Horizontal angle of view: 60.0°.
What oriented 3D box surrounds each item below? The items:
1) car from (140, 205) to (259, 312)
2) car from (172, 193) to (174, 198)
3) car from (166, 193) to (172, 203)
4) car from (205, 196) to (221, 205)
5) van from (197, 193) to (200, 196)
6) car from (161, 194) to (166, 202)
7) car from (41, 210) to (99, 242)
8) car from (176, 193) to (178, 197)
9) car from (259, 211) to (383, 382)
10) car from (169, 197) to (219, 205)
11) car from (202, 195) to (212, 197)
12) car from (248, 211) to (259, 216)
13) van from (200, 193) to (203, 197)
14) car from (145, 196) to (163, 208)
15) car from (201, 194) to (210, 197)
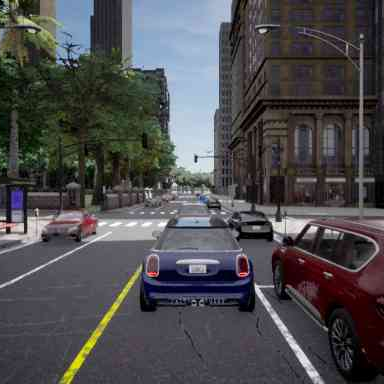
[{"bbox_3d":[0.097,1.351,7.880,2.097,1.767,4.553,0,0,0],"label":"car"},{"bbox_3d":[-5.822,1.264,75.205,2.192,1.841,5.009,0,0,0],"label":"car"},{"bbox_3d":[-5.817,1.396,69.785,1.967,1.590,4.097,0,0,0],"label":"car"},{"bbox_3d":[2.728,1.548,42.670,1.947,1.339,4.313,0,0,0],"label":"car"},{"bbox_3d":[2.700,1.282,80.612,1.690,1.788,3.998,0,0,0],"label":"van"},{"bbox_3d":[-5.806,1.413,53.524,1.967,1.590,4.097,0,0,0],"label":"car"},{"bbox_3d":[-5.778,1.578,16.245,1.802,1.307,4.206,0,0,0],"label":"car"},{"bbox_3d":[-5.833,1.239,91.466,2.192,1.841,5.009,0,0,0],"label":"car"},{"bbox_3d":[2.754,1.314,5.382,2.192,1.841,5.009,0,0,0],"label":"car"},{"bbox_3d":[0.088,1.348,17.414,2.097,1.767,4.553,0,0,0],"label":"car"},{"bbox_3d":[2.724,1.544,48.090,1.947,1.339,4.313,0,0,0],"label":"car"},{"bbox_3d":[2.747,1.562,16.233,1.947,1.339,4.313,0,0,0],"label":"car"},{"bbox_3d":[2.715,1.309,58.931,1.690,1.788,3.998,0,0,0],"label":"van"},{"bbox_3d":[-5.801,1.528,48.104,2.008,1.369,4.403,0,0,0],"label":"car"},{"bbox_3d":[2.720,1.499,53.680,1.752,1.417,4.829,0,0,0],"label":"car"}]
